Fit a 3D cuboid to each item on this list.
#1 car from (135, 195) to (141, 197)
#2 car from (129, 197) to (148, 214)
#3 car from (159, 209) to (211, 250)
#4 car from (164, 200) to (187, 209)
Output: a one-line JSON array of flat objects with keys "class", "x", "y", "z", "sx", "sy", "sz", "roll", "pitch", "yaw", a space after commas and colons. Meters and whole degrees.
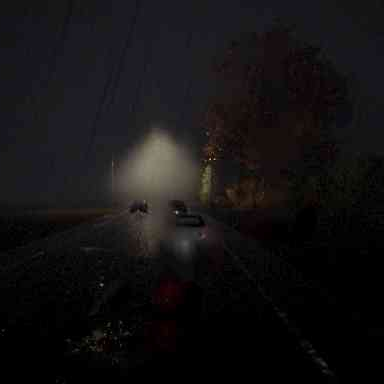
[{"class": "car", "x": -12.539, "y": 1.585, "z": 77.653, "sx": 1.837, "sy": 1.490, "sz": 4.892, "roll": 0, "pitch": 0, "yaw": -12}, {"class": "car", "x": -5.805, "y": 1.572, "z": 36.666, "sx": 2.033, "sy": 1.411, "sz": 5.357, "roll": 0, "pitch": 0, "yaw": -6}, {"class": "car", "x": -0.348, "y": 1.605, "z": 14.264, "sx": 1.895, "sy": 1.301, "sz": 4.718, "roll": 0, "pitch": 0, "yaw": -3}, {"class": "car", "x": -1.549, "y": 1.516, "z": 31.184, "sx": 1.837, "sy": 1.490, "sz": 4.892, "roll": 0, "pitch": 0, "yaw": -5}]
